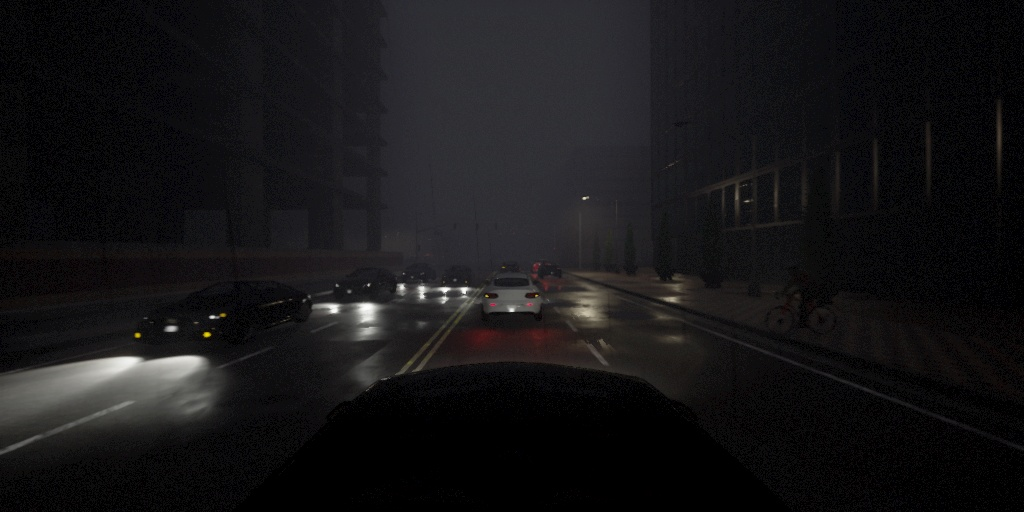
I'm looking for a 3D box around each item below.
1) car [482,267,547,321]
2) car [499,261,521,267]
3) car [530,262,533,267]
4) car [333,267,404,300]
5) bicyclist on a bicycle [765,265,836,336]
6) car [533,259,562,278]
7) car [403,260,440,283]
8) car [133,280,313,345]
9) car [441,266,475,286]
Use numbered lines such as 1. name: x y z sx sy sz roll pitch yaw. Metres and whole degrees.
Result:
1. car: -0.021 1.271 12.397 1.812 1.442 4.674 0 0 0
2. car: -0.184 1.228 34.485 2.128 1.511 4.902 0 0 -1
3. car: 3.254 1.072 41.165 2.097 1.767 4.553 0 0 0
4. car: -7.229 1.295 18.220 1.812 1.442 4.674 0 0 -1
5. bicyclist on a bicycle: 6.626 1.024 8.232 1.656 1.620 0.582 -1 0 -1
6. car: 3.336 1.216 32.359 2.128 1.511 4.902 0 0 0
7. car: -7.300 1.291 28.529 1.812 1.442 4.674 0 0 0
8. car: -7.167 1.337 9.482 1.994 1.385 4.181 0 0 -1
9. car: -3.698 1.364 25.138 1.994 1.385 4.181 0 0 -1
